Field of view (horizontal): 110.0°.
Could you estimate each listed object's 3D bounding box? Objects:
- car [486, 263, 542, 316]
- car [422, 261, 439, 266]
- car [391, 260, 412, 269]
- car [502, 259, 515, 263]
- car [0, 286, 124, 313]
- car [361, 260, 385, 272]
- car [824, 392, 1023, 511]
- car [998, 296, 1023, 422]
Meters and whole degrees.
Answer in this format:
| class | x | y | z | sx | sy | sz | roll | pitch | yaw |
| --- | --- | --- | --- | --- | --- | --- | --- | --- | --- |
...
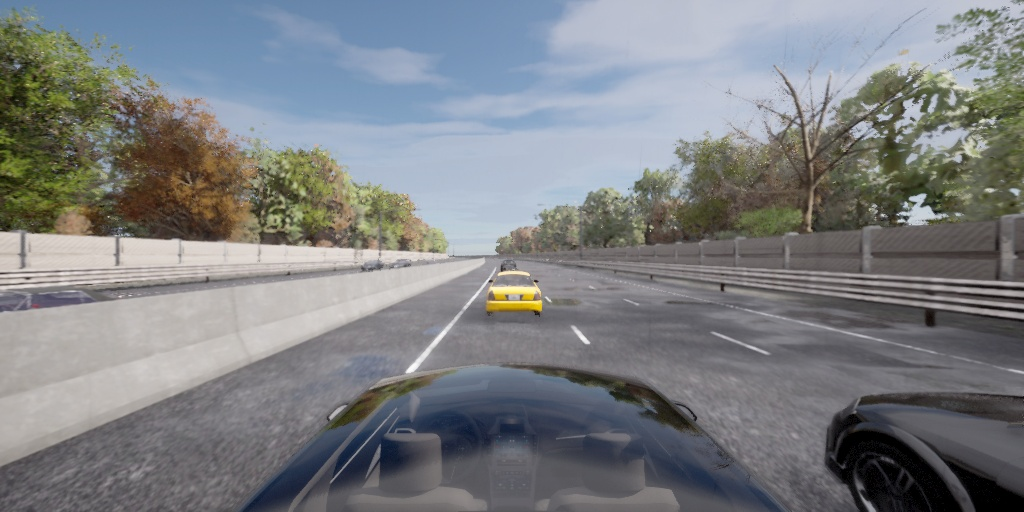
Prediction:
| class | x | y | z | sx | sy | sz | roll | pitch | yaw |
| --- | --- | --- | --- | --- | --- | --- | --- | --- | --- |
| car | 0.047 | 1.211 | 13.238 | 1.801 | 1.575 | 5.366 | 0 | 0 | 0 |
| car | -11.266 | 1.366 | 50.110 | 1.895 | 1.301 | 4.718 | 0 | 0 | -1 |
| car | -14.713 | 1.257 | 47.905 | 2.128 | 1.511 | 4.902 | 0 | 0 | -1 |
| car | -0.447 | 1.196 | 44.483 | 2.033 | 1.649 | 4.856 | 0 | 0 | -1 |
| car | -10.619 | 1.354 | 7.522 | 1.895 | 1.301 | 4.718 | 0 | 0 | 0 |
| car | -18.200 | 1.288 | 47.226 | 1.812 | 1.442 | 4.674 | 0 | 0 | -1 |
| car | 3.592 | 1.313 | 1.227 | 1.994 | 1.385 | 4.181 | 0 | 0 | 0 |
| car | 7.091 | 1.254 | 2.108 | 1.837 | 1.490 | 4.892 | 0 | 0 | 0 |
